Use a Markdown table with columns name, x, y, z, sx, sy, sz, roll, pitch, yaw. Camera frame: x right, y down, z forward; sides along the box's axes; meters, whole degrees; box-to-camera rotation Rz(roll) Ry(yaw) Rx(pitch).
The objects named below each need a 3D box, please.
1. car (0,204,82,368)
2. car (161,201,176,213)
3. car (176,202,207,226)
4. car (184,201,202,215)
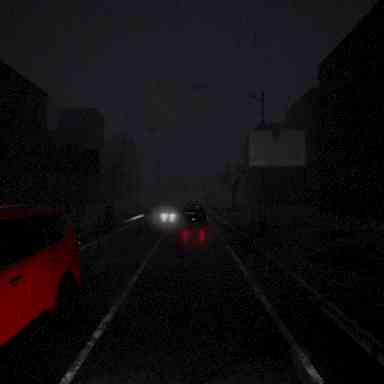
| name | x | y | z | sx | sy | sz | roll | pitch | yaw |
| --- | --- | --- | --- | --- | --- | --- | --- | --- | --- |
| car | -3.100 | 1.221 | 3.992 | 2.150 | 2.045 | 5.566 | 0 | 0 | 0 |
| car | -3.066 | 1.982 | 44.348 | 2.128 | 1.511 | 4.902 | 0 | 0 | 0 |
| car | 0.111 | 1.711 | 25.327 | 2.128 | 1.511 | 4.902 | 0 | -1 | 0 |
| car | 0.120 | 1.966 | 42.029 | 2.128 | 1.511 | 4.902 | 0 | 0 | 0 |
